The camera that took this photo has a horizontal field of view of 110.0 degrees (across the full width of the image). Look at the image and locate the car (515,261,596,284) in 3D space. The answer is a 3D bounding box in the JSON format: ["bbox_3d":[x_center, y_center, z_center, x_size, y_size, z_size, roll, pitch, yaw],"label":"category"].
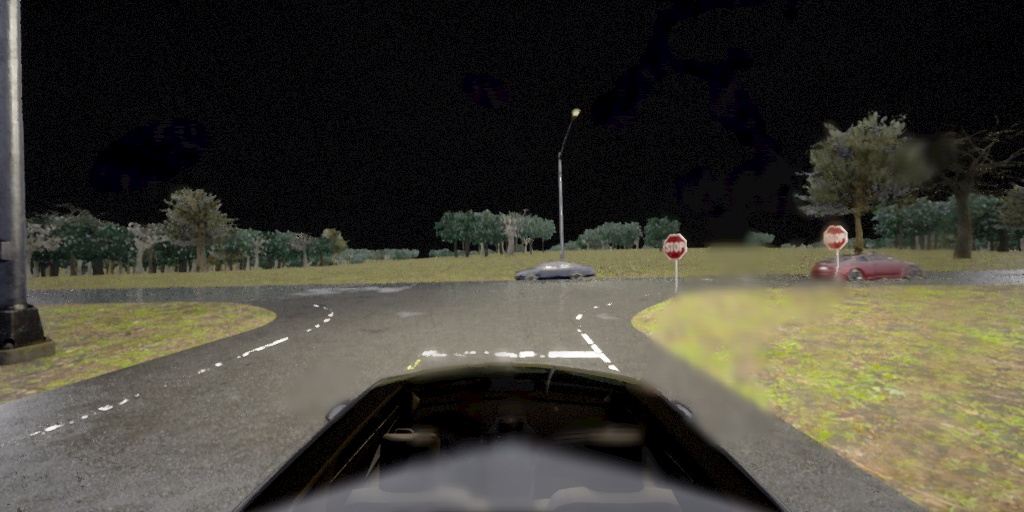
[{"bbox_3d":[2.842,1.040,24.042,5.357,1.411,2.033,-2,0,-1],"label":"car"}]

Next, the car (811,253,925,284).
[{"bbox_3d":[17.042,0.572,17.305,4.181,1.385,1.994,-1,-2,-1],"label":"car"}]
